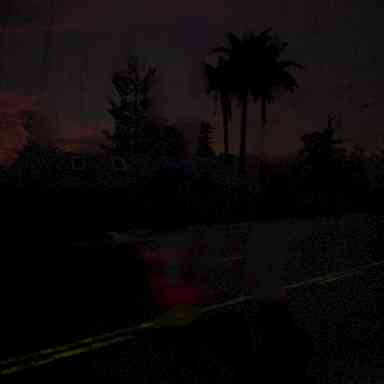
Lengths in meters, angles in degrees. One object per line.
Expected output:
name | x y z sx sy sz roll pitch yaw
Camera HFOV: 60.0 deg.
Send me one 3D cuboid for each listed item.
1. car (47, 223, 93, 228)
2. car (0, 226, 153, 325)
car | -3.955 1.640 9.825 4.718 1.301 1.895 0 0 -37
car | -3.383 1.567 5.918 5.357 1.411 2.033 0 0 -36
